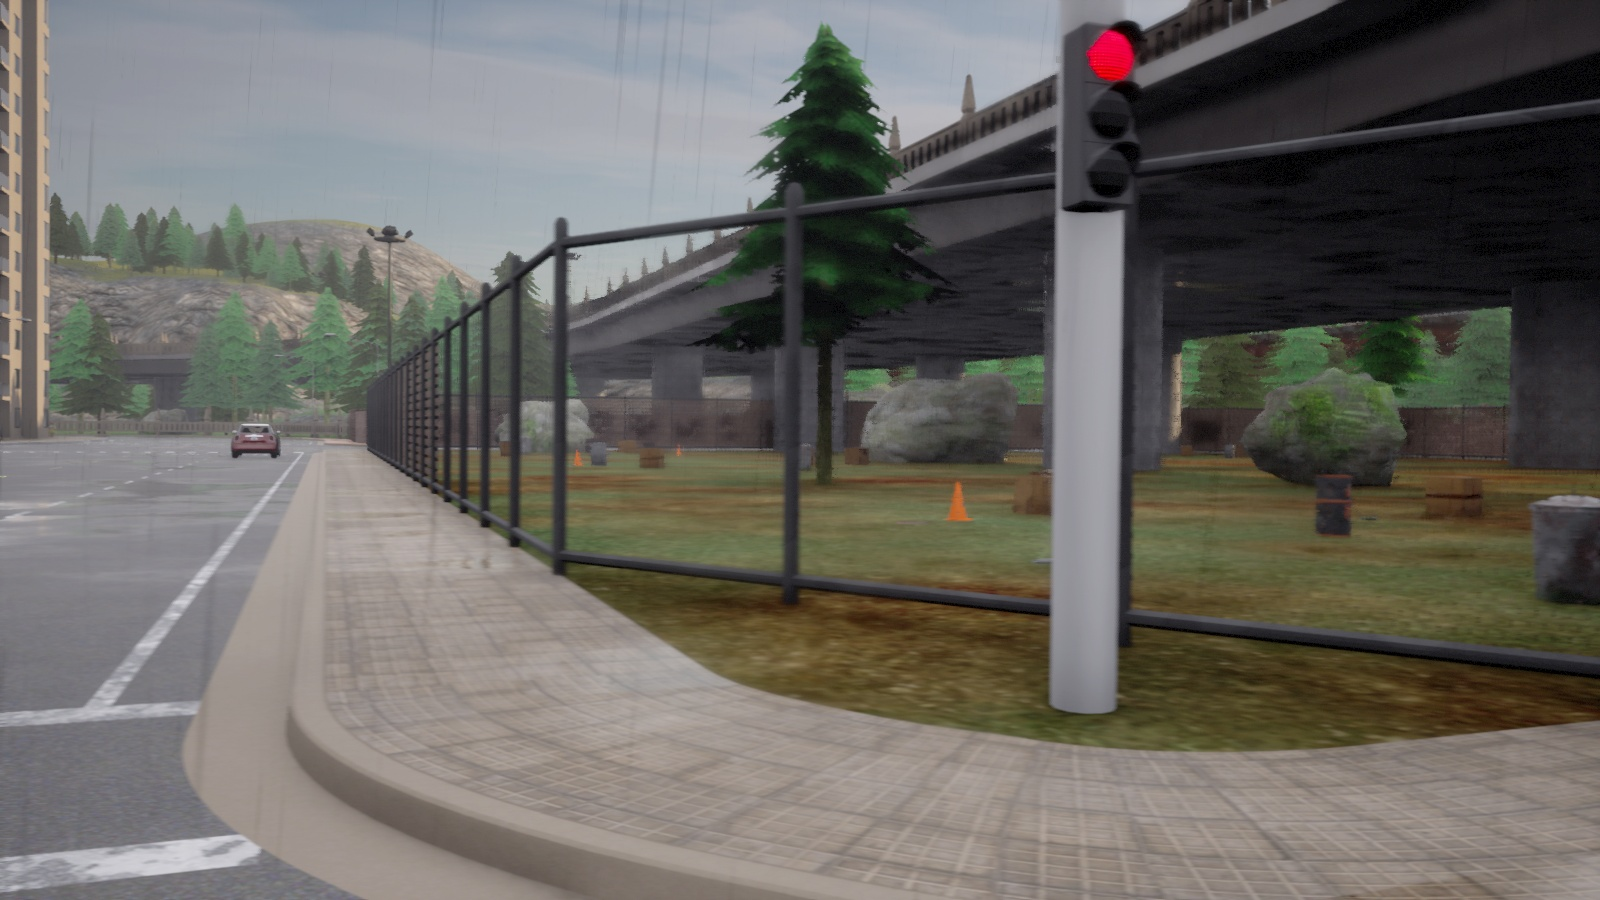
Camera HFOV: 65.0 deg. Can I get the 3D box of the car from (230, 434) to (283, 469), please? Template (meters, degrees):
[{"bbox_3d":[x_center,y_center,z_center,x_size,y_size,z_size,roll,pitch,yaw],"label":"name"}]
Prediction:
[{"bbox_3d":[-24.069,0.053,55.706,1.970,1.475,3.806,-1,1,-21],"label":"car"}]
